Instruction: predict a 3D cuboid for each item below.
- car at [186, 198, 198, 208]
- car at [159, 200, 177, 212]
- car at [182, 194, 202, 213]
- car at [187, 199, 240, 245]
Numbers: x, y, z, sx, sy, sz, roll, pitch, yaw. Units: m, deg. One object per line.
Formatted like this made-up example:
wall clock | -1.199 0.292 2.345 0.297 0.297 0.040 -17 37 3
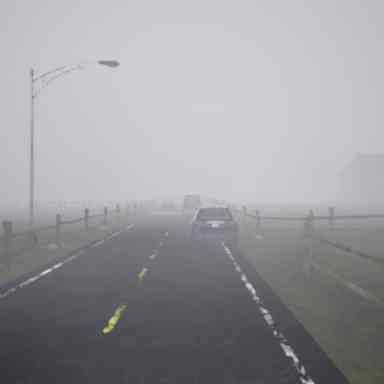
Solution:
car | -0.006 1.640 50.088 1.812 1.442 4.674 0 0 0
car | -2.850 1.650 39.958 1.994 1.385 4.181 0 0 0
car | 0.023 1.299 37.711 2.150 2.045 5.566 0 -1 0
car | 0.957 1.381 15.781 2.097 1.767 4.553 0 0 0
